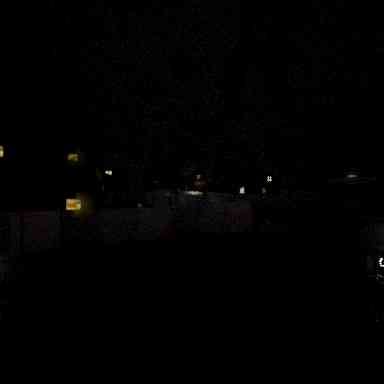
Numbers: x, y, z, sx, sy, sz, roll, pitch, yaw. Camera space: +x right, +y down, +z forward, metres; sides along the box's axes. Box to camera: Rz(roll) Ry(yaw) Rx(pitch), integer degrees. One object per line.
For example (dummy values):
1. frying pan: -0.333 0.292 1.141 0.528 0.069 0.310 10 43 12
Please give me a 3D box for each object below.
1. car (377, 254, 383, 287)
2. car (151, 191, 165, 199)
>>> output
1. car: 6.345 1.529 7.985 4.892 1.490 1.837 0 0 -35
2. car: -6.438 0.639 61.664 1.812 1.442 4.674 1 1 -21
